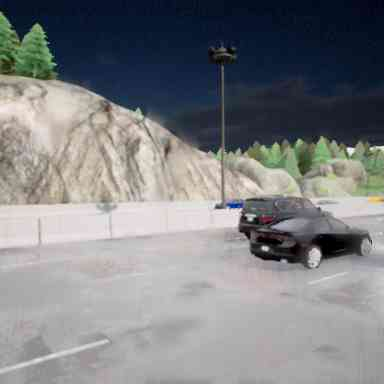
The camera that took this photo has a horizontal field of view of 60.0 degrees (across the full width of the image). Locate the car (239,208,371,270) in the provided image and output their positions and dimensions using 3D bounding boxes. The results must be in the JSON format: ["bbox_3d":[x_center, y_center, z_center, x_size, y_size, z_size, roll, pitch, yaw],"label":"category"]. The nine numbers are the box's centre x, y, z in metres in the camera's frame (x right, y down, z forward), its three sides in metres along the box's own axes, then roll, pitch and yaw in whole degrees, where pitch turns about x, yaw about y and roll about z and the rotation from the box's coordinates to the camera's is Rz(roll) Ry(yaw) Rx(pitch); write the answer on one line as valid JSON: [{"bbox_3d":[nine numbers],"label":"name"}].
[{"bbox_3d":[4.126,1.496,11.223,5.008,1.535,1.882,0,0,-37],"label":"car"}]

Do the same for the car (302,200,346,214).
[{"bbox_3d":[14.621,1.595,36.714,5.357,1.411,2.033,0,0,-36],"label":"car"}]

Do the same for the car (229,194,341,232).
[{"bbox_3d":[4.679,1.255,16.004,5.566,2.045,2.150,0,0,-37],"label":"car"}]

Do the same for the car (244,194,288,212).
[{"bbox_3d":[9.270,1.324,41.474,5.566,2.045,2.150,0,0,-36],"label":"car"}]

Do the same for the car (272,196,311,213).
[{"bbox_3d":[11.657,1.427,38.887,4.553,1.767,2.097,0,0,-36],"label":"car"}]

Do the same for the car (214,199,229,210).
[{"bbox_3d":[5.101,1.612,42.748,5.008,1.535,1.882,0,-1,-36],"label":"car"}]
